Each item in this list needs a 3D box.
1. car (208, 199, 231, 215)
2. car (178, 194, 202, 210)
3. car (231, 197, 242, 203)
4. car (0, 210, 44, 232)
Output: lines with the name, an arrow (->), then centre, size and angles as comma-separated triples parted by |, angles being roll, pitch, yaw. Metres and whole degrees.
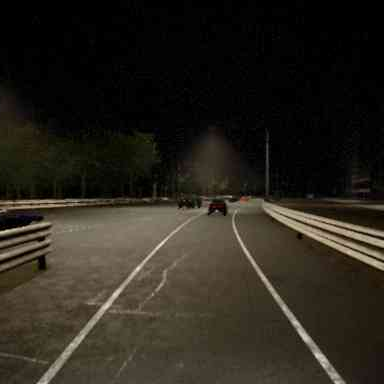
car -> 2.814, 1.608, 35.248 | 1.837, 1.490, 4.892 | 0, 0, 9
car -> -0.226, 1.319, 46.557 | 2.150, 2.045, 5.566 | 0, 0, 17
car -> 10.359, 1.910, 80.946 | 1.812, 1.442, 4.674 | 0, 0, 17
car -> -9.553, 1.503, 16.279 | 1.895, 1.301, 4.718 | 0, 0, 17
